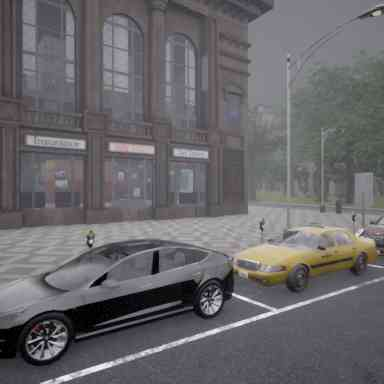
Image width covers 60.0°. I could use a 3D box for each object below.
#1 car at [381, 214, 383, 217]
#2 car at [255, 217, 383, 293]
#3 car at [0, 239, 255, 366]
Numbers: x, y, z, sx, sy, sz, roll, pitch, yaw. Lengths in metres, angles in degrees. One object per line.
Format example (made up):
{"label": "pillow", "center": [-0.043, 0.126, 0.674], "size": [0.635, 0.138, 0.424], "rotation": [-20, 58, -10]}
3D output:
{"label": "car", "center": [7.676, 1.441, 12.144], "size": [4.097, 1.590, 1.967], "rotation": [0, 0, -36]}
{"label": "car", "center": [3.115, 1.525, 8.882], "size": [4.829, 1.417, 1.752], "rotation": [0, 0, -36]}
{"label": "car", "center": [-1.170, 1.566, 5.818], "size": [4.313, 1.339, 1.947], "rotation": [0, 0, -36]}
